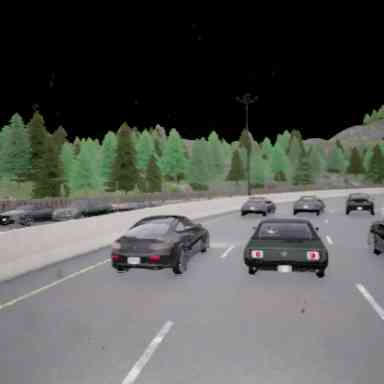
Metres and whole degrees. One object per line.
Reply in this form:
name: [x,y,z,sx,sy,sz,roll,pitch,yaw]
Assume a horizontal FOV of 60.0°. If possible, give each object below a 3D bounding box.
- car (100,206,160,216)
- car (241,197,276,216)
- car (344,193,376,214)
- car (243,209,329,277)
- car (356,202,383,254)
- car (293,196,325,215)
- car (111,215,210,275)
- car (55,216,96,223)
car: [-3.929,1.345,23.090,2.033,1.411,5.357,-1,1,22]
car: [5.213,1.085,25.799,1.994,1.385,4.181,-1,1,25]
car: [12.694,0.837,25.179,1.837,1.490,4.892,-1,1,27]
car: [2.695,1.401,9.637,1.895,1.301,4.718,-1,1,16]
car: [6.127,1.211,8.823,2.128,1.511,4.902,-1,1,16]
car: [9.093,0.983,25.754,1.994,1.385,4.181,-1,1,27]
car: [-0.766,1.411,10.095,1.812,1.442,4.674,-1,1,15]
car: [-7.544,1.242,23.309,2.097,1.767,4.553,-1,1,22]
